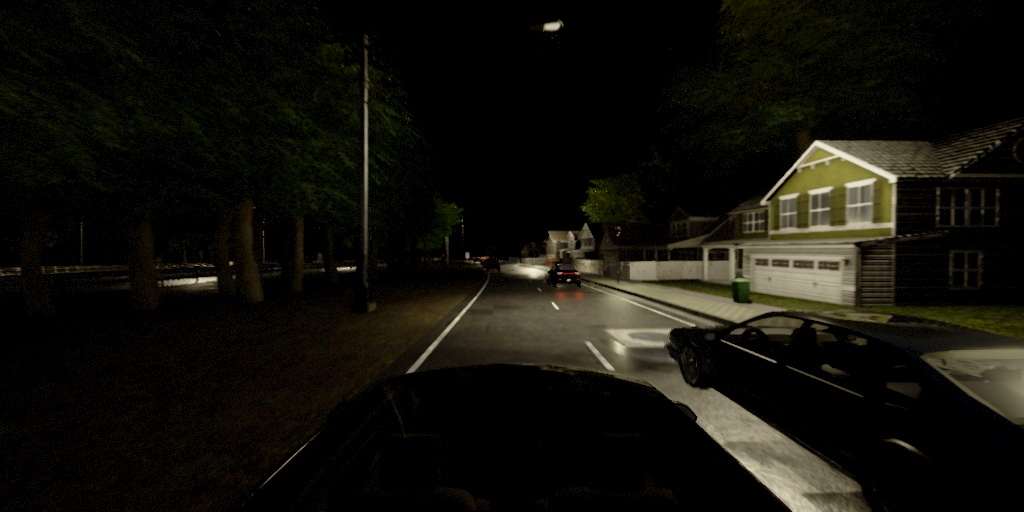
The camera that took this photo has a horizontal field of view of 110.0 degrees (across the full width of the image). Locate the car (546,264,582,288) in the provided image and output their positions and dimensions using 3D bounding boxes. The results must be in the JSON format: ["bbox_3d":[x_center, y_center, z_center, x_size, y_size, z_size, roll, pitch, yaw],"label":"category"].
[{"bbox_3d":[3.447,1.293,24.458,2.128,1.511,4.902,0,0,-1],"label":"car"}]

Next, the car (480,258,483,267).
[{"bbox_3d":[-3.753,1.159,60.368,2.097,1.767,4.553,0,0,-7],"label":"car"}]

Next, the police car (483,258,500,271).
[{"bbox_3d":[-2.700,1.249,50.546,1.930,1.638,5.238,0,0,-5],"label":"police car"}]

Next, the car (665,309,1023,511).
[{"bbox_3d":[3.599,1.299,3.814,2.033,1.411,5.357,0,0,0],"label":"car"}]
